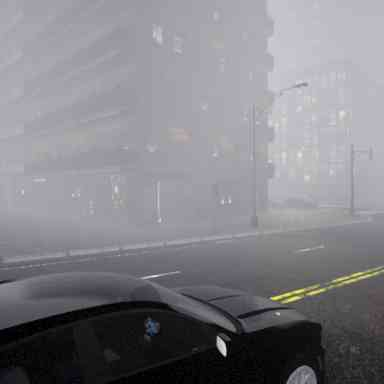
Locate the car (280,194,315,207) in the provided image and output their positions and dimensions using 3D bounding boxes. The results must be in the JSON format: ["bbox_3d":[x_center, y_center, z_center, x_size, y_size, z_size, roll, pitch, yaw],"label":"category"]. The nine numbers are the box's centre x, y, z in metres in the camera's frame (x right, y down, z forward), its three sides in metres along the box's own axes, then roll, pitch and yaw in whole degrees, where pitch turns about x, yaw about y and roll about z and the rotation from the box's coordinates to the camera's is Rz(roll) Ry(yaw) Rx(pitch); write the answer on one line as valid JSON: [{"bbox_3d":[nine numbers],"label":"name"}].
[{"bbox_3d":[14.246,1.061,45.117,4.097,1.590,1.967,1,0,43],"label":"car"}]

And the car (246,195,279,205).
[{"bbox_3d":[10.290,1.103,48.728,4.313,1.339,1.947,1,0,43],"label":"car"}]

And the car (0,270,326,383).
[{"bbox_3d":[-0.849,1.478,2.880,5.008,1.535,1.882,0,0,-36],"label":"car"}]

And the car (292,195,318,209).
[{"bbox_3d":[12.454,1.263,38.719,4.181,1.385,1.994,1,1,43],"label":"car"}]

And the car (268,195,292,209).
[{"bbox_3d":[8.677,1.196,38.618,4.829,1.417,1.752,1,0,43],"label":"car"}]
